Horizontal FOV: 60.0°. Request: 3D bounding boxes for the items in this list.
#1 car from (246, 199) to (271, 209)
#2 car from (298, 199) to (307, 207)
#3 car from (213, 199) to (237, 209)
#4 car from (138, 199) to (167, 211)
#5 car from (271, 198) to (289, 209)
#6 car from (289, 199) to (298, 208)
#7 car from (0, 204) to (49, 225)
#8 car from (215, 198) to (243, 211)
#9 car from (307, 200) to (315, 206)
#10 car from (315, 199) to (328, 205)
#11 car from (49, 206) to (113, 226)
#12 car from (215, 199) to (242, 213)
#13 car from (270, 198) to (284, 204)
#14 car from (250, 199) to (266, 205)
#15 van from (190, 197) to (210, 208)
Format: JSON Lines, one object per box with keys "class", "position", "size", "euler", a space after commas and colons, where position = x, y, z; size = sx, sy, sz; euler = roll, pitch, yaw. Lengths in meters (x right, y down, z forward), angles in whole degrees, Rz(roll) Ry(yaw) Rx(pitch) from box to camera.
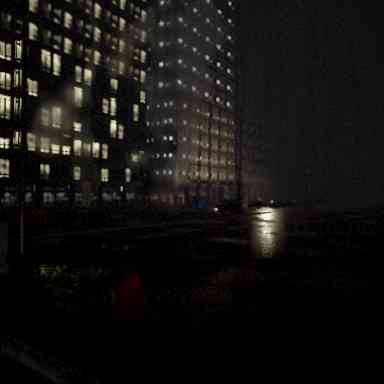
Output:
{"class": "car", "position": [11.160, 2.052, 57.065], "size": [2.033, 1.411, 5.357], "euler": [1, 0, 35]}
{"class": "car", "position": [20.994, 2.128, 66.518], "size": [1.967, 1.590, 4.097], "euler": [1, 0, 35]}
{"class": "car", "position": [5.381, 1.952, 54.001], "size": [1.994, 1.385, 4.181], "euler": [1, 0, 35]}
{"class": "car", "position": [-5.195, 1.630, 43.502], "size": [1.967, 1.590, 4.097], "euler": [1, 0, 35]}
{"class": "car", "position": [14.555, 2.145, 57.250], "size": [1.947, 1.339, 4.313], "euler": [1, 0, 35]}
{"class": "car", "position": [17.773, 2.216, 61.884], "size": [1.802, 1.307, 4.206], "euler": [1, 0, 35]}
{"class": "car", "position": [-12.252, 1.580, 23.355], "size": [1.882, 1.535, 5.008], "euler": [1, 0, 35]}
{"class": "car", "position": [5.542, 1.763, 48.872], "size": [2.097, 1.767, 4.553], "euler": [1, 0, 35]}
{"class": "car", "position": [24.211, 2.308, 71.152], "size": [1.947, 1.339, 4.313], "euler": [1, 0, 35]}
{"class": "car", "position": [30.649, 2.417, 80.421], "size": [1.947, 1.339, 4.313], "euler": [1, 0, 35]}
{"class": "car", "position": [-7.870, 1.746, 24.738], "size": [2.008, 1.369, 4.403], "euler": [1, 0, 35]}
{"class": "car", "position": [4.898, 1.981, 43.347], "size": [1.947, 1.339, 4.313], "euler": [1, 0, 35]}
{"class": "car", "position": [20.548, 2.193, 80.566], "size": [1.947, 1.339, 4.313], "euler": [1, 0, 35]}
{"class": "car", "position": [14.112, 2.100, 71.300], "size": [1.802, 1.307, 4.206], "euler": [1, 0, 35]}
{"class": "van", "position": [1.242, 1.641, 52.769], "size": [1.690, 1.788, 3.998], "euler": [1, 0, 35]}
